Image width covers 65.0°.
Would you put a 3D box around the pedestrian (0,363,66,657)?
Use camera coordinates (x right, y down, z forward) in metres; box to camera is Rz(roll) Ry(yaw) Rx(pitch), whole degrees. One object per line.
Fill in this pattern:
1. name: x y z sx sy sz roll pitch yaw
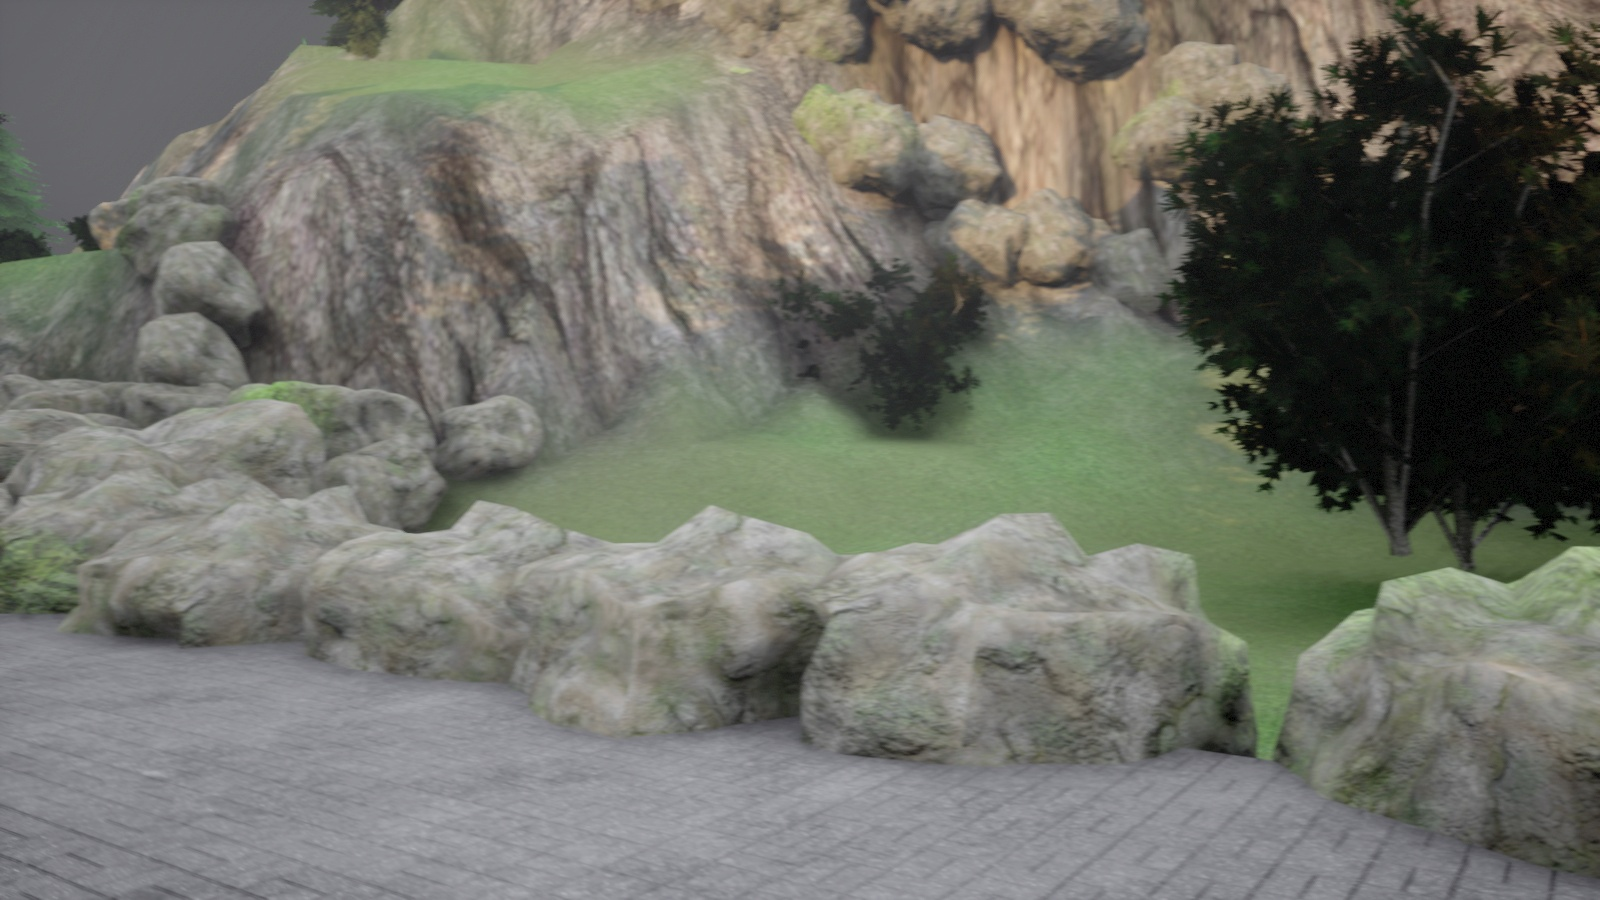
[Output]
1. pedestrian: -5.453 0.380 8.172 0.900 1.855 0.874 0 1 39
